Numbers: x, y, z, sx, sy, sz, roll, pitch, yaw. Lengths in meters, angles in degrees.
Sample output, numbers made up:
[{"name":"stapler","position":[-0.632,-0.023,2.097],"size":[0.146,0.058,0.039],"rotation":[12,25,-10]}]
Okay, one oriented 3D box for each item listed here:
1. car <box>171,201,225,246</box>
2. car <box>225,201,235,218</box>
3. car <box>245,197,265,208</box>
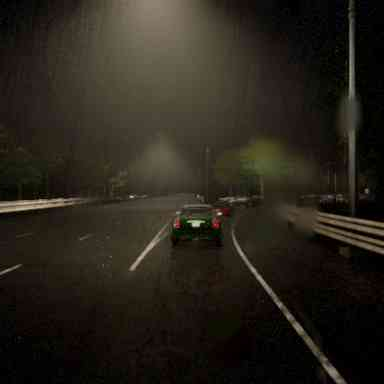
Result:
[{"name":"car","position":[0.316,1.336,15.428],"size":[2.097,1.767,4.553],"rotation":[0,0,4]},{"name":"car","position":[2.735,1.536,30.368],"size":[1.994,1.385,4.181],"rotation":[0,0,14]},{"name":"car","position":[8.930,1.480,47.146],"size":[1.812,1.442,4.674],"rotation":[0,0,26]}]
